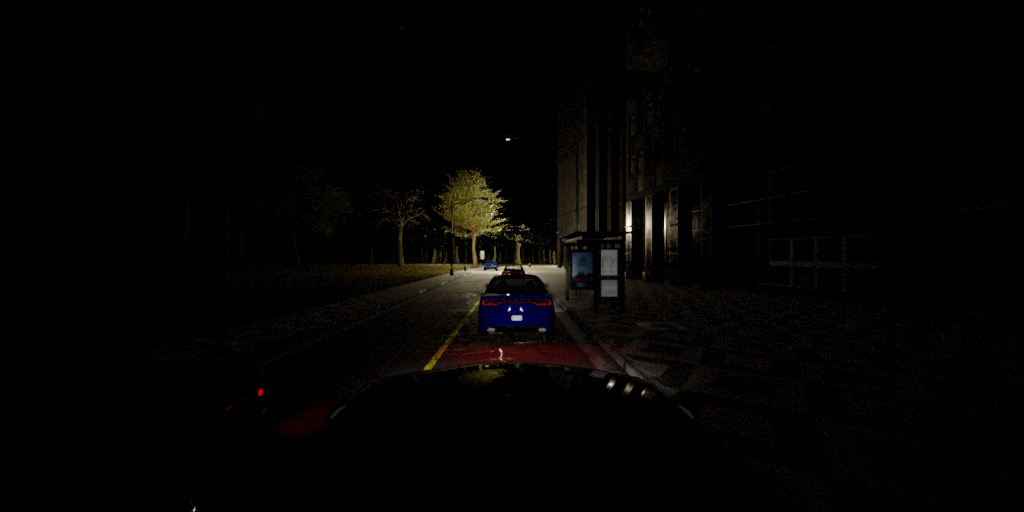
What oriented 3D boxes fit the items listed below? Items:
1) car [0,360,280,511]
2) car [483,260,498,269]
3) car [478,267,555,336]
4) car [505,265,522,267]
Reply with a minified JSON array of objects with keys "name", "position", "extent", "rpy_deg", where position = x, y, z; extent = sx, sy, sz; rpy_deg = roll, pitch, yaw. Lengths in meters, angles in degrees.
[{"name":"car","position":[-3.099,1.297,0.961],"extent":[2.033,1.411,5.357],"rpy_deg":[0,0,0]},{"name":"car","position":[-3.020,1.364,51.251],"extent":[1.882,1.535,5.008],"rpy_deg":[0,0,0]},{"name":"car","position":[0.110,1.242,10.490],"extent":[1.882,1.535,5.008],"rpy_deg":[0,0,0]},{"name":"car","position":[0.129,1.431,30.274],"extent":[1.895,1.301,4.718],"rpy_deg":[0,0,0]}]
